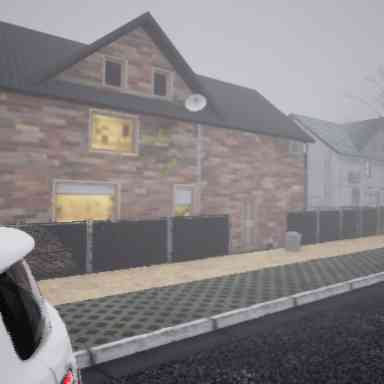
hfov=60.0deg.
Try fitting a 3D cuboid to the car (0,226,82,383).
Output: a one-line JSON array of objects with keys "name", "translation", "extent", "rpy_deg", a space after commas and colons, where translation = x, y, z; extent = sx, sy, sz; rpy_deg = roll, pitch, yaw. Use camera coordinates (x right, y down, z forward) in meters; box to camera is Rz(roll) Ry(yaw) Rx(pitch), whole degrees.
[{"name": "car", "translation": [-3.117, 1.205, 0.787], "extent": [5.566, 2.045, 2.150], "rpy_deg": [0, 0, -36]}]
